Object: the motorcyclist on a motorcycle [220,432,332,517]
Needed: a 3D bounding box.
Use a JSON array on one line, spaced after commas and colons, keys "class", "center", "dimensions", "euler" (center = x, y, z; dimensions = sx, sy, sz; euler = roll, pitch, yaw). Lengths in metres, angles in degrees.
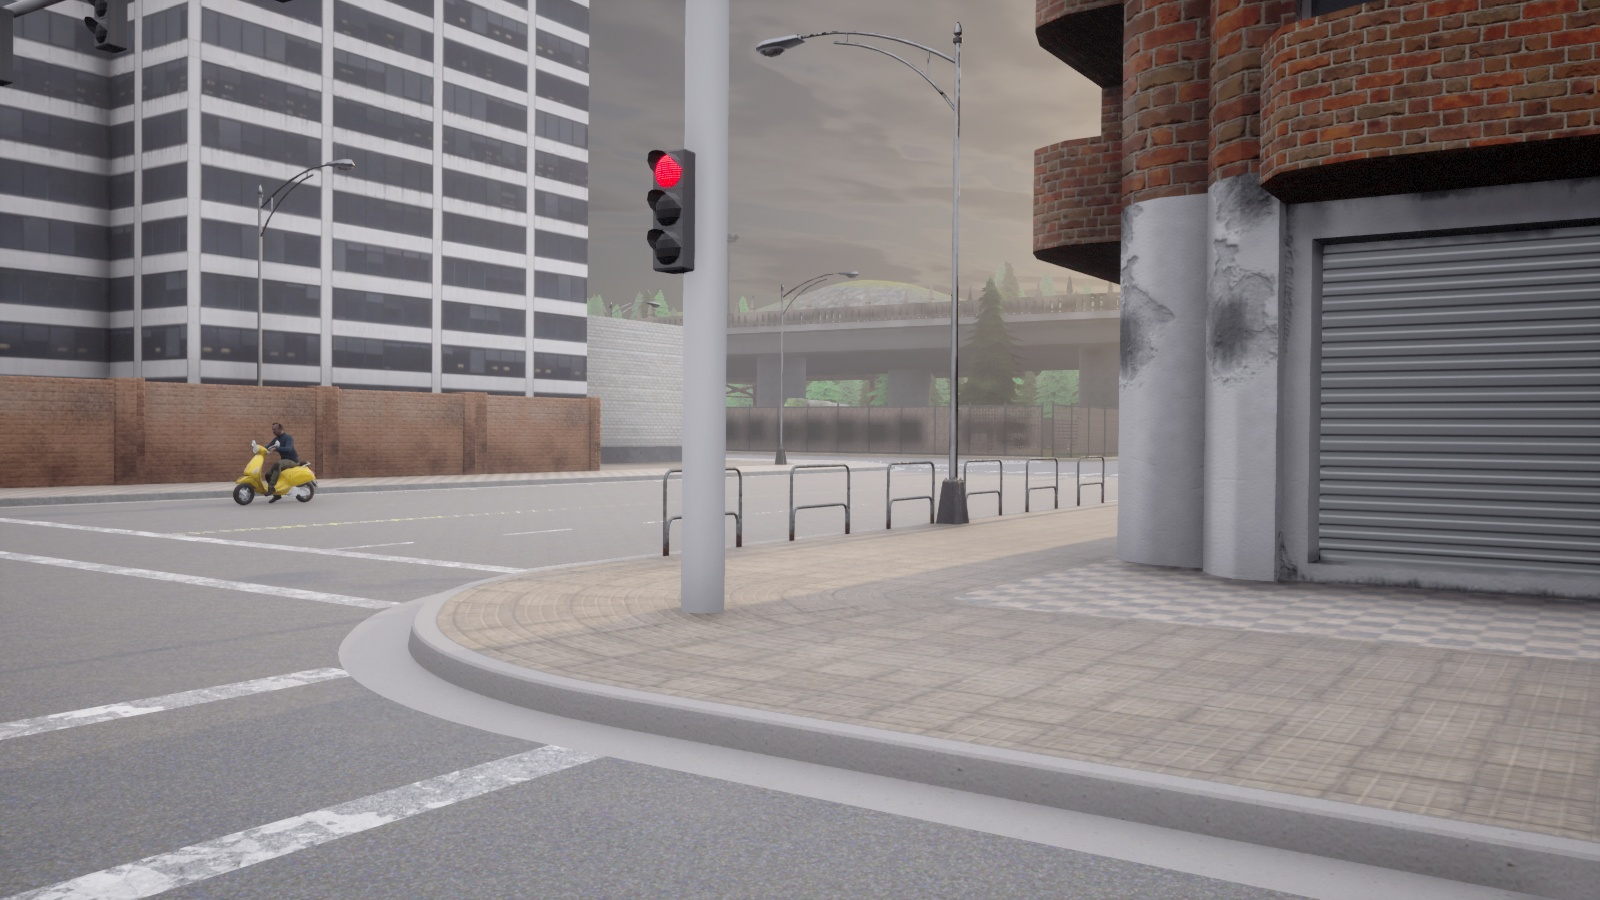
[{"class": "motorcyclist on a motorcycle", "center": [-10.189, 0.443, 24.478], "dimensions": [0.866, 1.590, 1.817], "euler": [0, 1, 33]}]
